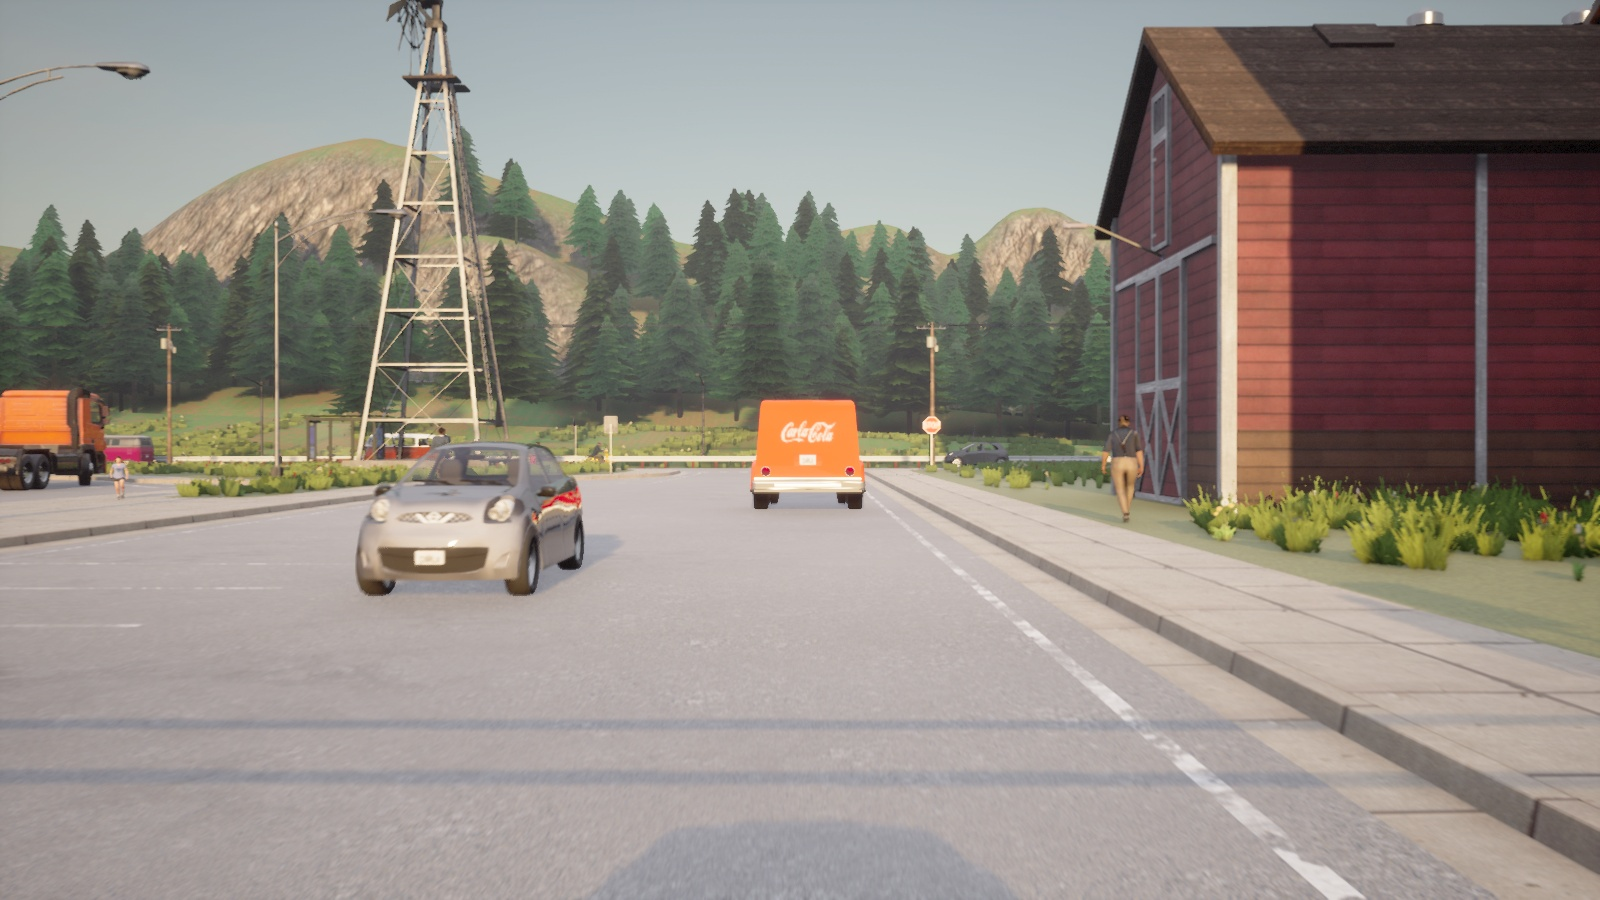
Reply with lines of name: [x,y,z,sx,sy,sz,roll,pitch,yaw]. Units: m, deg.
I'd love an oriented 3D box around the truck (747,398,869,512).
truck: [0.187,0.092,29.804,2.627,2.467,5.204,0,0,0]

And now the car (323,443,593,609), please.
car: [-3.409,0.683,13.245,1.845,1.501,3.633,0,0,0]

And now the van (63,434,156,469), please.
van: [-39.839,0.058,72.493,4.442,1.987,1.775,0,0,1]

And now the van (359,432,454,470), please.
van: [-21.448,0.067,68.562,4.480,2.038,2.069,0,0,1]

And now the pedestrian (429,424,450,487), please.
pedestrian: [-11.365,0.169,39.610,0.423,1.949,0.788,0,0,2]

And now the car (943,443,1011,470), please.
car: [10.016,0.366,71.330,3.633,1.501,1.845,0,0,1]

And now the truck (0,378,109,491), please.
truck: [-26.188,-0.493,42.021,2.891,3.462,7.936,0,0,-10]

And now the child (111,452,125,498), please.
child: [-16.444,0.599,30.278,0.255,1.110,0.394,0,0,-22]

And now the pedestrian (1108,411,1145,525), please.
pedestrian: [5.404,0.287,20.817,0.540,1.848,0.694,0,0,10]
